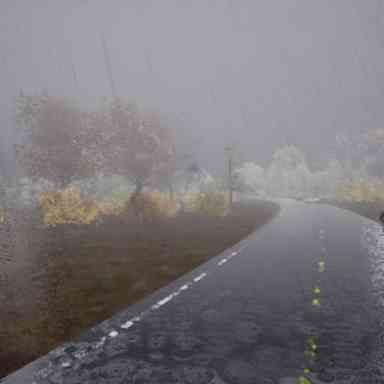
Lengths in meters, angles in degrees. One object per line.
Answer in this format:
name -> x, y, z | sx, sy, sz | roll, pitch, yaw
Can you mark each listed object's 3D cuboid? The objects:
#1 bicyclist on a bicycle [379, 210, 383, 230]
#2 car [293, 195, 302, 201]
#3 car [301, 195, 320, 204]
bicyclist on a bicycle -> 7.133, 1.294, 12.058 | 0.582, 1.620, 1.656 | -2, -1, 22
car -> 22.502, 1.271, 70.291 | 1.895, 1.301, 4.718 | -2, 0, 9
car -> 19.270, 1.291, 53.682 | 1.895, 1.301, 4.718 | -2, 0, 13
